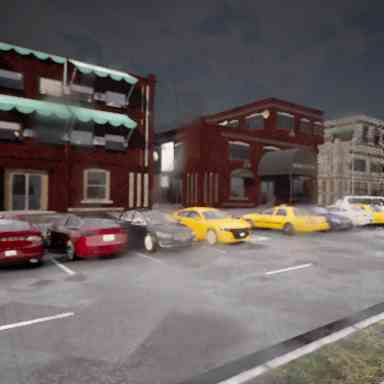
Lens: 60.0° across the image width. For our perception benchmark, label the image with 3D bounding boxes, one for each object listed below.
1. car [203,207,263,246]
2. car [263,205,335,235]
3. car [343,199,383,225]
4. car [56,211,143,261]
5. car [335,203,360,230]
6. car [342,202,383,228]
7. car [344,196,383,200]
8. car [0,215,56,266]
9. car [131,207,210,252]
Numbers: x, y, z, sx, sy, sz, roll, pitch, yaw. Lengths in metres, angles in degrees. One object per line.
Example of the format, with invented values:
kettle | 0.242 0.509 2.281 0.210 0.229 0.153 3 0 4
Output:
car | 0.644 1.491 15.795 2.097 1.535 5.008 0 0 -35
car | 5.070 1.503 19.158 1.946 1.575 5.366 0 0 -35
car | 11.758 1.570 23.907 1.946 1.575 5.366 1 -1 -35
car | -4.004 1.513 12.524 2.163 1.488 4.792 0 0 -35
car | 7.435 1.561 20.613 2.002 1.452 4.674 0 0 -35
car | 9.605 1.582 22.148 2.002 1.452 4.674 1 0 -35
car | 14.150 1.358 25.343 2.435 2.045 5.566 1 -1 -35
car | -6.251 1.479 10.887 2.097 1.535 5.008 0 0 -35
car | -1.724 1.488 14.114 2.231 1.521 4.892 0 0 -35
